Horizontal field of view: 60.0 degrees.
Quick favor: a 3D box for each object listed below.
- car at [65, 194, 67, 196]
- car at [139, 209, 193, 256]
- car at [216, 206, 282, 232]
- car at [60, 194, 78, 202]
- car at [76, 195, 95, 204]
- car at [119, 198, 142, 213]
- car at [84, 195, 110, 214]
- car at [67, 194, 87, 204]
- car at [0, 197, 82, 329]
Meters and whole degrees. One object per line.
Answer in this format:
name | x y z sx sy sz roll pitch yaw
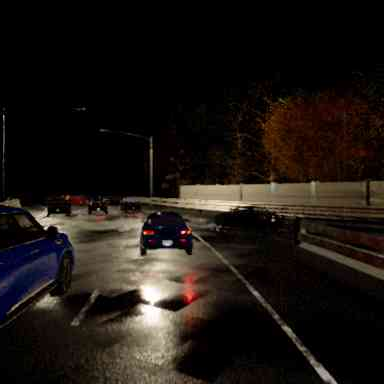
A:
car | -23.184 1.105 66.696 2.097 1.767 4.553 0 2 -37
car | -1.035 1.499 12.987 1.812 1.442 4.674 0 -1 -6
car | 3.285 1.514 19.871 1.994 1.385 4.181 0 0 -36
car | -26.080 1.188 70.371 1.882 1.535 5.008 0 0 -42
car | -19.733 1.362 61.657 2.128 1.511 4.902 0 0 -33
car | -6.778 1.411 36.341 2.128 1.511 4.902 0 0 -20
car | -10.029 1.431 35.042 1.837 1.490 4.892 0 0 -19
car | -18.039 1.368 52.485 1.882 1.535 5.008 0 0 -29
car | -3.681 1.211 5.402 2.150 2.045 5.566 0 0 -4
